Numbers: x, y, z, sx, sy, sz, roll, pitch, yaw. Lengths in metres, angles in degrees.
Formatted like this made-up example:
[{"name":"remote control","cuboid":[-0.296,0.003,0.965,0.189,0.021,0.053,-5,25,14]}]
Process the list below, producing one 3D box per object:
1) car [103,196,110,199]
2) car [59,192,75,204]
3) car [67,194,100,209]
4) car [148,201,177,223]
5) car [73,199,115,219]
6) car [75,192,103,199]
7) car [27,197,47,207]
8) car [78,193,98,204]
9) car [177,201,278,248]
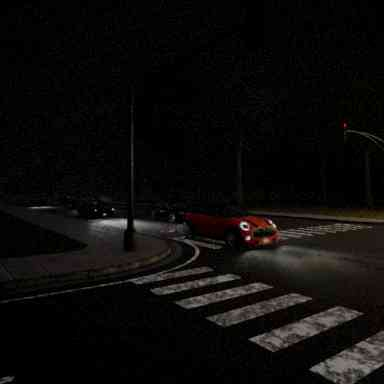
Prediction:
[{"name":"car","cuboid":[-14.496,1.350,53.876,1.812,1.442,4.674,0,0,-35]},{"name":"car","cuboid":[-21.367,1.039,57.771,2.150,2.045,5.566,0,0,-36]},{"name":"car","cuboid":[-13.619,1.337,41.413,1.882,1.535,5.008,0,0,-36]},{"name":"car","cuboid":[-1.503,1.416,24.690,2.128,1.511,4.902,0,0,-36]},{"name":"car","cuboid":[-8.312,1.506,28.538,1.895,1.301,4.718,0,0,-36]},{"name":"car","cuboid":[-15.556,1.187,49.849,2.097,1.767,4.553,0,0,-35]},{"name":"car","cuboid":[-22.607,1.389,48.399,2.033,1.411,5.357,0,0,-36]},{"name":"car","cuboid":[-18.701,1.164,59.632,2.097,1.767,4.553,0,0,-36]},{"name":"car","cuboid":[1.598,1.317,14.877,2.097,1.767,4.553,0,0,-36]}]
